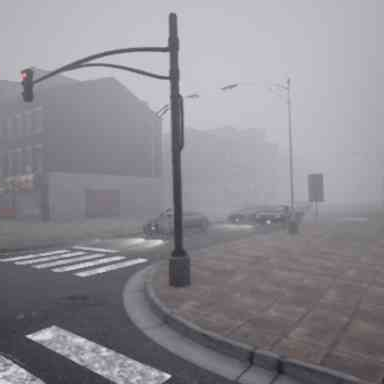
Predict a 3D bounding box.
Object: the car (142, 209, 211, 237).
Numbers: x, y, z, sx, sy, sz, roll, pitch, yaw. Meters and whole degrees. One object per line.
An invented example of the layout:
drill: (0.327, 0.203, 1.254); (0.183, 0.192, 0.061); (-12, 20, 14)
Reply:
car: (-0.764, 1.610, 18.006); (1.994, 1.385, 4.181); (-2, -1, 36)

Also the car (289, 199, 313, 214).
car: (10.753, 1.512, 33.918); (1.882, 1.535, 5.008); (-2, -1, 36)

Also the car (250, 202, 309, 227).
car: (5.984, 1.545, 22.273); (1.895, 1.301, 4.718); (-2, -1, 36)

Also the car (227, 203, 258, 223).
car: (4.708, 1.589, 25.583); (2.033, 1.411, 5.357); (-2, -1, 35)
